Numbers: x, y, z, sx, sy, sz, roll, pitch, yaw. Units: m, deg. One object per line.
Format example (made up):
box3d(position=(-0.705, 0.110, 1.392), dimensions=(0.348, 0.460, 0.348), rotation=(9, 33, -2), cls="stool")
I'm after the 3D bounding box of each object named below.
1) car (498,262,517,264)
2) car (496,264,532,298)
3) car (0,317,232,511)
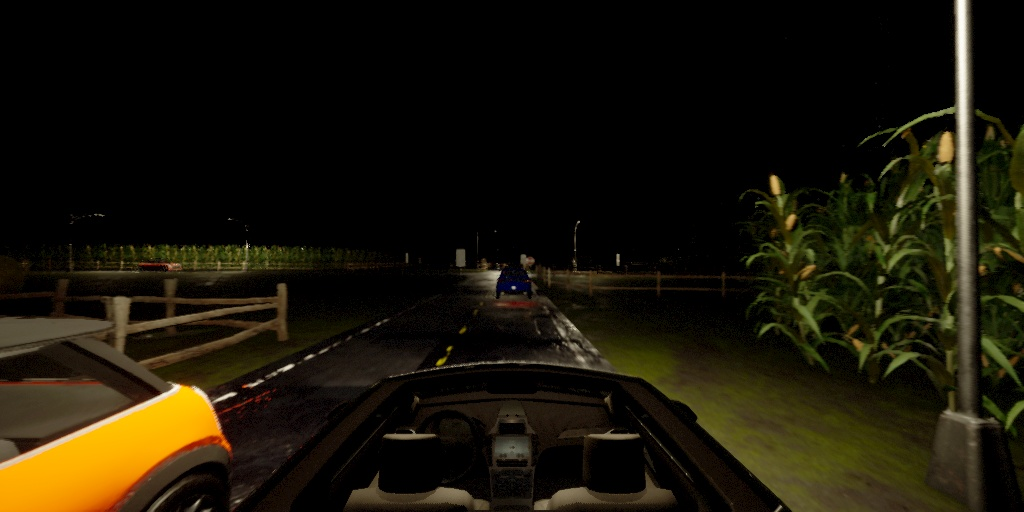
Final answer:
box3d(position=(0.088, 1.470, 33.596), dimensions=(2.097, 1.767, 4.553), rotation=(0, -1, 0), cls="car")
box3d(position=(0.092, 1.442, 20.349), dimensions=(1.882, 1.535, 5.008), rotation=(0, -1, 0), cls="car")
box3d(position=(-2.848, 1.085, 0.361), dimensions=(2.097, 1.767, 4.553), rotation=(0, -1, 0), cls="car")
